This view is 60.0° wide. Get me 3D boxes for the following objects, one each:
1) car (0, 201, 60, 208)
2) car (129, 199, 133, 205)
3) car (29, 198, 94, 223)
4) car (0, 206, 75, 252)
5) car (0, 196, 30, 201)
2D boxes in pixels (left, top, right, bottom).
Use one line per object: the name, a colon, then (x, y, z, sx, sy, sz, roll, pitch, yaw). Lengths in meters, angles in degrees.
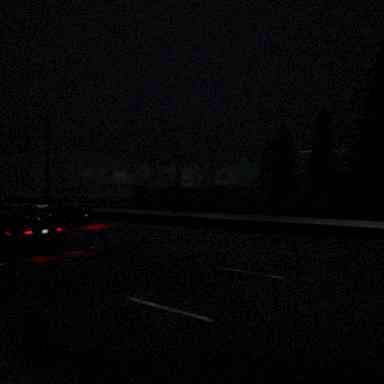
car: (-10.120, 1.464, 19.815, 4.181, 1.385, 1.994, 0, 0, 36)
car: (-8.155, 1.370, 53.937, 4.181, 1.385, 1.994, 0, 0, -29)
car: (-8.961, 1.372, 23.287, 5.008, 1.535, 1.882, 0, 0, 36)
car: (-7.395, 1.477, 13.570, 5.357, 1.411, 2.033, 0, 0, 36)
car: (-24.595, 1.285, 46.826, 4.674, 1.442, 1.812, 0, 0, -13)
